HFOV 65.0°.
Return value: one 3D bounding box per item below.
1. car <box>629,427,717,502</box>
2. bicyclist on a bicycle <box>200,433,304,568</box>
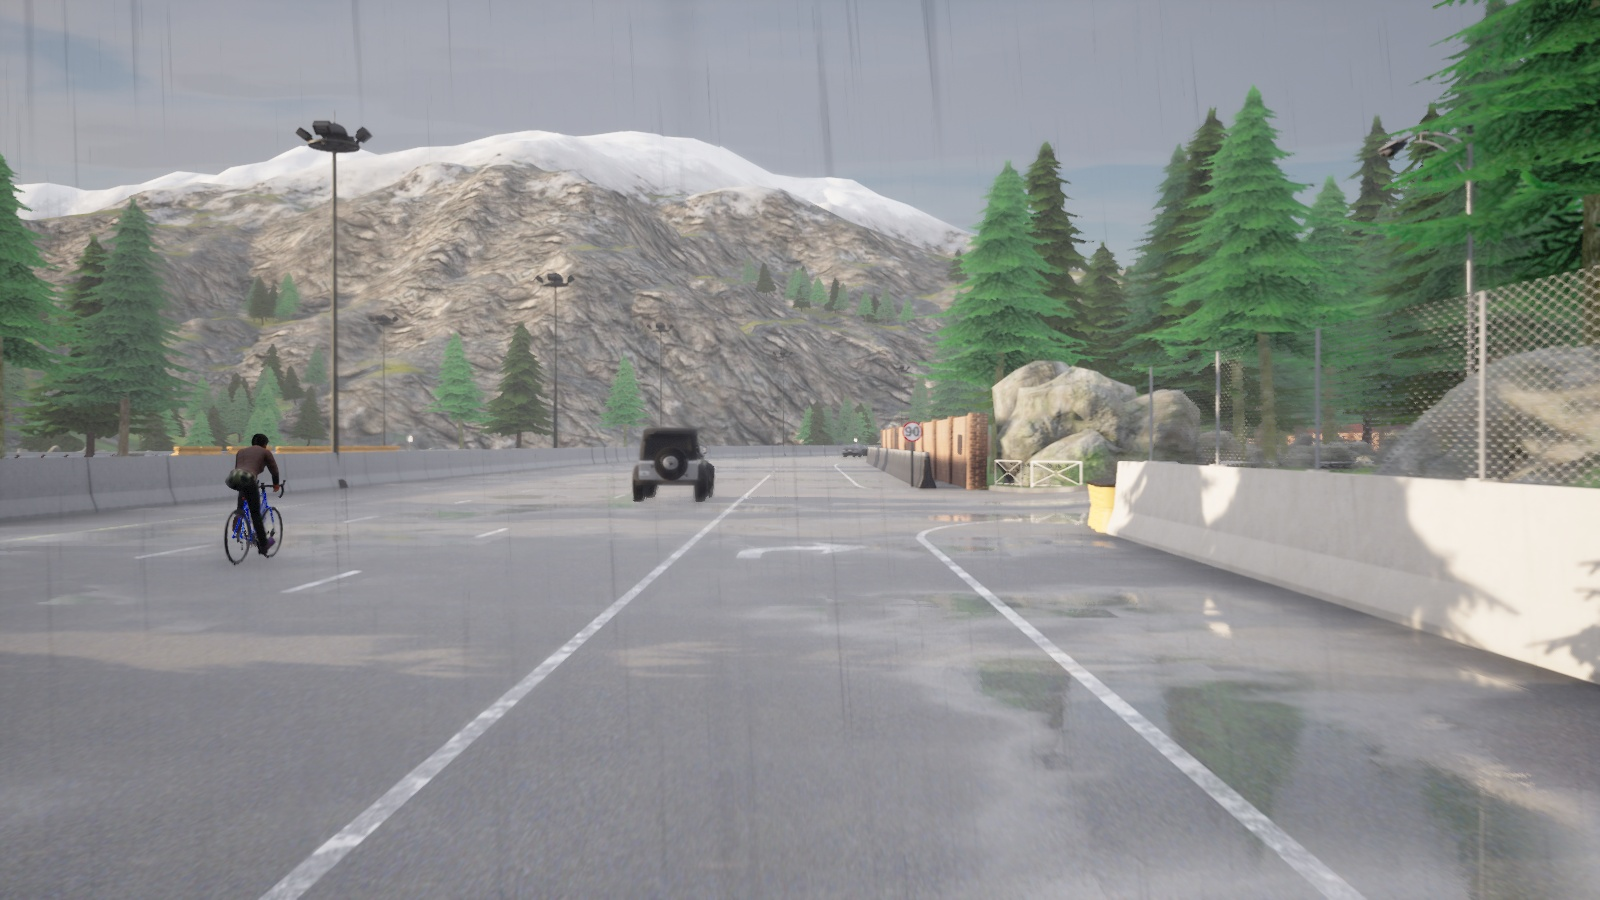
[{"bbox_3d":[-3.296,0.353,33.192,1.905,1.878,3.866,0,0,0],"label":"car"},{"bbox_3d":[-6.894,0.604,15.872,0.582,1.620,1.656,0,0,0],"label":"bicyclist on a bicycle"}]
